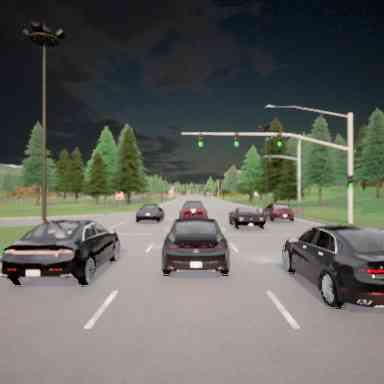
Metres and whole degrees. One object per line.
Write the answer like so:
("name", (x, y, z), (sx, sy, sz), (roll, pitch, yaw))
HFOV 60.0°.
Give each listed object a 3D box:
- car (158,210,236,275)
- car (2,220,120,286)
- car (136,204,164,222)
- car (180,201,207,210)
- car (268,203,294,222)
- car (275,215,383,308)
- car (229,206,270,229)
("car", (0.101, 1.555, 10.618), (1.837, 1.490, 4.892), (0, 0, 0))
("car", (-3.400, 1.537, 9.543), (2.128, 1.511, 4.902), (0, 0, 0))
("car", (-3.395, 1.693, 27.448), (1.994, 1.385, 4.181), (0, 0, 0))
("car", (0.105, 1.478, 26.855), (2.097, 1.767, 4.553), (0, 0, 0))
("car", (7.104, 1.656, 27.708), (1.812, 1.442, 4.674), (0, 0, 0))
("car", (3.603, 1.543, 8.007), (1.837, 1.490, 4.892), (0, 0, 0))
("car", (3.603, 1.707, 22.516), (1.895, 1.301, 4.718), (0, 0, 0))
